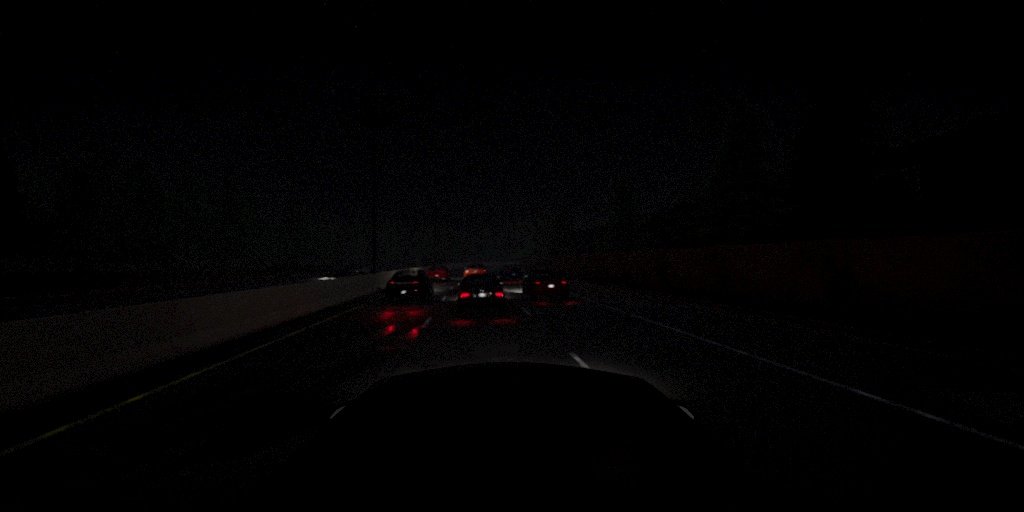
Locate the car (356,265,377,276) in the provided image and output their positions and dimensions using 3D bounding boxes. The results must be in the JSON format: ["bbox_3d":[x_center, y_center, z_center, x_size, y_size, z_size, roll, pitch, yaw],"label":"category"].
[{"bbox_3d":[-19.251,1.988,47.694,1.812,1.442,4.674,-1,-1,-6],"label":"car"}]

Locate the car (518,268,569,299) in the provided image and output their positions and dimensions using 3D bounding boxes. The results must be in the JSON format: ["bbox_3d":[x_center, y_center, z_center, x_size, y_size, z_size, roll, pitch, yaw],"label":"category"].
[{"bbox_3d":[1.712,1.480,19.650,1.994,1.385,4.181,-1,-1,-6],"label":"car"}]

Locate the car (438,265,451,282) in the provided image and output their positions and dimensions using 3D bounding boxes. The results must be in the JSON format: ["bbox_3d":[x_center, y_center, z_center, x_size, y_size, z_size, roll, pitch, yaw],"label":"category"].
[{"bbox_3d":[-7.067,1.660,34.951,1.882,1.535,5.008,-1,-1,-6],"label":"car"}]

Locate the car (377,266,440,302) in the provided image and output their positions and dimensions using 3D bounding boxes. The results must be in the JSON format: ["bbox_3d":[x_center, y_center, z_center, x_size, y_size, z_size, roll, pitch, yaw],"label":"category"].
[{"bbox_3d":[-5.233,1.481,18.783,2.128,1.511,4.902,-1,-1,-6],"label":"car"}]

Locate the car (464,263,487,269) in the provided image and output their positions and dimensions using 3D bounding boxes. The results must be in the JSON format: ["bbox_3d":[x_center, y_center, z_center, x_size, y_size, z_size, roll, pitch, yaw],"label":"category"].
[{"bbox_3d":[-3.468,1.483,34.234,2.097,1.767,4.553,-1,-1,-6],"label":"car"}]

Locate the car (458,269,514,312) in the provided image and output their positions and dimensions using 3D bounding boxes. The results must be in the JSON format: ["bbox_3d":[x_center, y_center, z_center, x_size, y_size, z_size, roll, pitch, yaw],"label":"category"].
[{"bbox_3d":[-1.315,1.454,15.132,2.033,1.411,5.357,-1,-1,-6],"label":"car"}]

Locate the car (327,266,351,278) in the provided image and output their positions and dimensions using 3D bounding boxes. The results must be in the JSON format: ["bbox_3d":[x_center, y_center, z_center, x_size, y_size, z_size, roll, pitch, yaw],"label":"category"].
[{"bbox_3d":[-22.725,2.026,47.281,1.812,1.442,4.674,-1,-1,-6],"label":"car"}]

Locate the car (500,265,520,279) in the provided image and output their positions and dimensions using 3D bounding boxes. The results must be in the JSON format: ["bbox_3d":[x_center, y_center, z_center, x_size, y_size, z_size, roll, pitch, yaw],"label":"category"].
[{"bbox_3d":[-0.113,1.585,35.752,1.882,1.535,5.008,-1,-1,-6],"label":"car"}]

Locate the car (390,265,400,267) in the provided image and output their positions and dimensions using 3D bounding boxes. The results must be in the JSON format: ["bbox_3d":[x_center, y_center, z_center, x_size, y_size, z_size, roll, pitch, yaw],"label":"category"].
[{"bbox_3d":[-15.784,1.952,48.177,1.812,1.442,4.674,-1,-1,-6],"label":"car"}]
